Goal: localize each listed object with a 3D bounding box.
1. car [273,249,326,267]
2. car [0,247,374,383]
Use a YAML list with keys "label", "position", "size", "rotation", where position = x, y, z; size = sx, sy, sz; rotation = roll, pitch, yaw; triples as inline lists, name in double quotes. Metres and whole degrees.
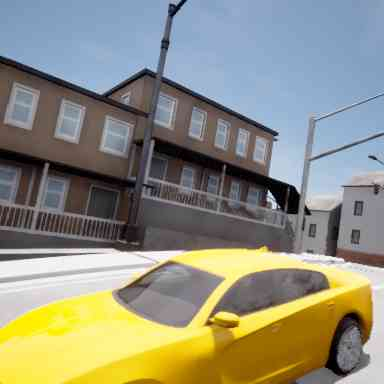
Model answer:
- label: "car"
  position: [9.747, 6.040, 30.367]
  size: [1.994, 1.385, 4.181]
  rotation: [14, -17, -34]
- label: "car"
  position: [0.315, 1.519, 4.192]
  size: [5.008, 1.535, 1.882]
  rotation: [2, -1, -35]
